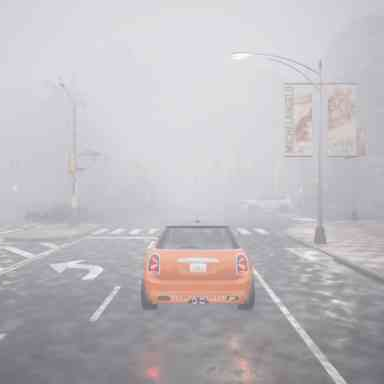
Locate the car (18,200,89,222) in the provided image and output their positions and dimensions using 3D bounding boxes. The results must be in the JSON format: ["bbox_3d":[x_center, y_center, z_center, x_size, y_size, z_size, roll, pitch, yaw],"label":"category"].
[{"bbox_3d":[-10.561,1.547,26.406,2.033,1.411,5.357,0,0,22],"label":"car"}]

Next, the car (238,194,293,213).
[{"bbox_3d":[8.201,1.221,36.389,5.566,2.045,2.150,0,0,0],"label":"car"}]

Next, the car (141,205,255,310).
[{"bbox_3d":[0.112,1.352,7.994,2.097,1.767,4.553,0,0,0],"label":"car"}]

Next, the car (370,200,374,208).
[{"bbox_3d":[24.451,1.221,39.754,5.566,2.045,2.150,0,0,1],"label":"car"}]

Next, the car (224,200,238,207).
[{"bbox_3d":[6.256,1.505,39.956,4.892,1.490,1.837,0,0,1],"label":"car"}]

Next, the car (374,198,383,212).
[{"bbox_3d":[22.949,1.352,36.263,4.553,1.767,2.097,0,0,1],"label":"car"}]

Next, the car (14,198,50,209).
[{"bbox_3d":[-18.831,1.491,40.204,4.902,1.511,2.128,0,0,1],"label":"car"}]
